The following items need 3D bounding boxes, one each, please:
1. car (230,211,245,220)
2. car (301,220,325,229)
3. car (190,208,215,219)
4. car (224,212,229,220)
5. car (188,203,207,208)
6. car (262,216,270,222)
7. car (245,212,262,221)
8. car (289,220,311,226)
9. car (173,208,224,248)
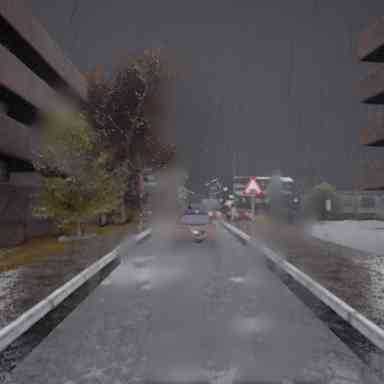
[{"bbox_3d":[7.841,4.862,67.428,2.185,1.767,4.553,7,-6,-30],"label":"car"},{"bbox_3d":[25.614,6.858,70.515,2.002,1.452,4.674,8,-6,-29],"label":"car"},{"bbox_3d":[1.989,4.286,66.357,2.435,2.045,5.566,2,-5,-30],"label":"car"},{"bbox_3d":[4.869,4.596,66.937,2.185,1.767,4.553,5,-6,-31],"label":"car"},{"bbox_3d":[0.546,2.137,32.969,2.150,2.045,5.566,0,-4,2],"label":"car"},{"bbox_3d":[13.672,5.605,68.663,1.946,1.575,5.366,8,-6,-30],"label":"car"},{"bbox_3d":[10.839,5.046,67.981,2.435,2.045,5.566,8,-6,-30],"label":"car"},{"bbox_3d":[22.643,6.553,70.011,2.002,1.452,4.674,8,-6,-29],"label":"car"},{"bbox_3d":[0.130,1.662,15.263,2.033,1.411,5.357,0,-1,0],"label":"car"}]
